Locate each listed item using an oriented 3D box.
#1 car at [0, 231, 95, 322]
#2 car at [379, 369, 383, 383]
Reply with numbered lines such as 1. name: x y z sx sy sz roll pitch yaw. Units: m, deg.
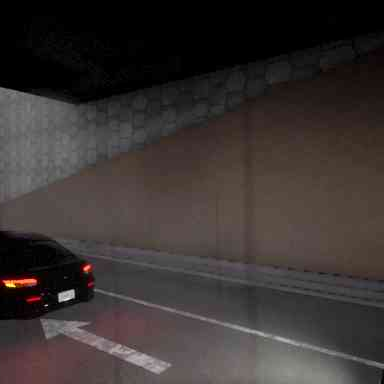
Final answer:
1. car: -3.918 1.526 6.768 4.674 1.442 1.812 0 0 36
2. car: 3.523 1.505 1.401 4.892 1.490 1.837 0 0 36
